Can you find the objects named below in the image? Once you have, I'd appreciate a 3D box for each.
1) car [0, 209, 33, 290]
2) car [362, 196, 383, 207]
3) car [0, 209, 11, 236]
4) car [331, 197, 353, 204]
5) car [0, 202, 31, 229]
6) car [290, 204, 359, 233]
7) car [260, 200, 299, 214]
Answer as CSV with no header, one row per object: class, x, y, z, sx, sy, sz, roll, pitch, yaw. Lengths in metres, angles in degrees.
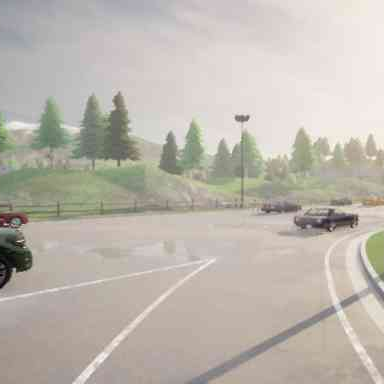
car,-6.433,1.221,6.929,5.566,2.045,2.150,0,0,-42
car,28.276,1.464,51.760,5.008,1.535,1.882,0,0,-42
car,-11.734,1.597,16.263,4.718,1.301,1.895,0,0,-42
car,23.427,1.512,52.137,4.674,1.442,1.812,0,0,-42
car,-12.677,1.473,20.104,5.008,1.535,1.882,0,0,-42
car,8.107,1.596,19.829,4.718,1.301,1.895,0,0,-42
car,9.434,1.538,35.042,5.357,1.411,2.033,0,0,-42
